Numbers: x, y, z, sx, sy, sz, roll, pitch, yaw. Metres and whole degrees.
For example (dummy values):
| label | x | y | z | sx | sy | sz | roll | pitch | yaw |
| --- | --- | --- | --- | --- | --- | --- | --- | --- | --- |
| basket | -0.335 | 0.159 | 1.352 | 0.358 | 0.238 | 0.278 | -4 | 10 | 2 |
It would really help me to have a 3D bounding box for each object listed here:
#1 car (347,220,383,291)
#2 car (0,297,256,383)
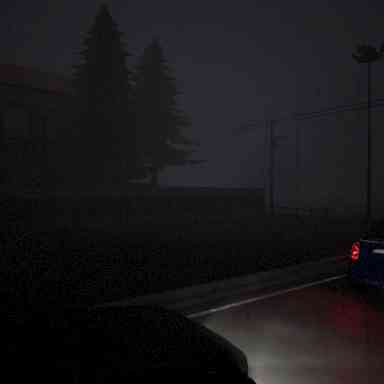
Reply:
| label | x | y | z | sx | sy | sz | roll | pitch | yaw |
| --- | --- | --- | --- | --- | --- | --- | --- | --- | --- |
| car | 5.698 | 1.352 | 7.818 | 4.553 | 1.767 | 2.097 | 0 | 0 | -35 |
| car | -2.001 | 1.547 | 2.299 | 5.357 | 1.411 | 2.033 | 0 | 0 | -36 |
